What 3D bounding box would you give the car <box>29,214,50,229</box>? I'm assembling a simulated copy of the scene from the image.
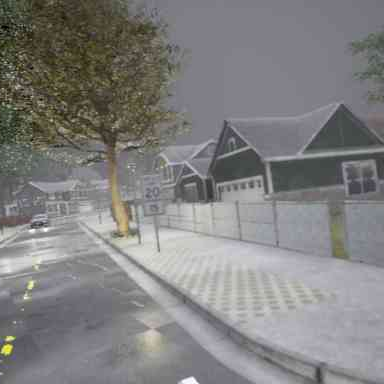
[{"bbox_3d":[-18.573,3.550,40.709,1.837,1.490,4.892,-7,0,-19],"label":"car"}]
